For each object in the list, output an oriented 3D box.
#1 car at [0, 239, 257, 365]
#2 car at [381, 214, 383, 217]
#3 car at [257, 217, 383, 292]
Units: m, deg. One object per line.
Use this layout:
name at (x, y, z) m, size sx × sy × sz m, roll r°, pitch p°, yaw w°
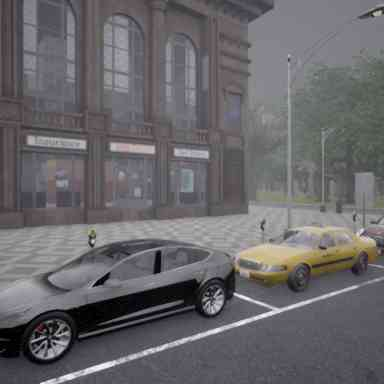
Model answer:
car at (-1.136, 1.565, 5.841) m, size 4.313 × 1.339 × 1.947 m, roll 0°, pitch 0°, yaw -36°
car at (7.712, 1.434, 12.163) m, size 4.097 × 1.590 × 1.967 m, roll 0°, pitch 0°, yaw -36°
car at (3.150, 1.522, 8.903) m, size 4.829 × 1.417 × 1.752 m, roll 0°, pitch 0°, yaw -36°
